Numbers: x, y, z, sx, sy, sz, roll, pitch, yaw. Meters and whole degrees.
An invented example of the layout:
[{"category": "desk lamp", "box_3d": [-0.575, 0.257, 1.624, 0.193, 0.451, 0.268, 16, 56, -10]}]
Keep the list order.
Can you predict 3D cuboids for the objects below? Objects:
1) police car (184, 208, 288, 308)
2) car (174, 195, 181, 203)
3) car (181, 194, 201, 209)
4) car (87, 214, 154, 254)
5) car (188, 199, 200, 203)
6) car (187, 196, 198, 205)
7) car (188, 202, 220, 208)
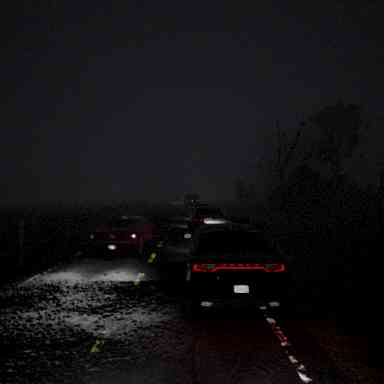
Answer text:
[{"category": "police car", "box_3d": [0.832, 1.426, 8.165, 1.930, 1.638, 5.238, 0, 0, 0]}, {"category": "car", "box_3d": [-2.695, 1.435, 72.593, 2.097, 1.767, 4.553, 0, 0, 0]}, {"category": "car", "box_3d": [0.073, 1.250, 45.948, 2.150, 2.045, 5.566, 0, 0, 1]}, {"category": "car", "box_3d": [-2.738, 1.602, 13.657, 1.895, 1.301, 4.718, 0, 0, 0]}, {"category": "car", "box_3d": [0.844, 1.511, 24.055, 1.837, 1.490, 4.892, 0, 0, 0]}, {"category": "car", "box_3d": [0.046, 1.533, 60.562, 1.882, 1.535, 5.008, 0, 0, 0]}, {"category": "car", "box_3d": [0.839, 1.508, 18.055, 1.837, 1.490, 4.892, 0, 0, 0]}]
